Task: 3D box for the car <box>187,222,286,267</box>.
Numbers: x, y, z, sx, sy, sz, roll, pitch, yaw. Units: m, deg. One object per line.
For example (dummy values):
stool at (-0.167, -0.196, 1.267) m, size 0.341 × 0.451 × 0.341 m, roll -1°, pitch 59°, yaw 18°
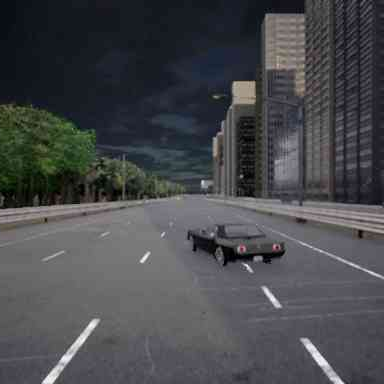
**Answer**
car at (1.317, 1.759, 12.188) m, size 1.895 × 1.301 × 4.718 m, roll 0°, pitch -1°, yaw -18°
